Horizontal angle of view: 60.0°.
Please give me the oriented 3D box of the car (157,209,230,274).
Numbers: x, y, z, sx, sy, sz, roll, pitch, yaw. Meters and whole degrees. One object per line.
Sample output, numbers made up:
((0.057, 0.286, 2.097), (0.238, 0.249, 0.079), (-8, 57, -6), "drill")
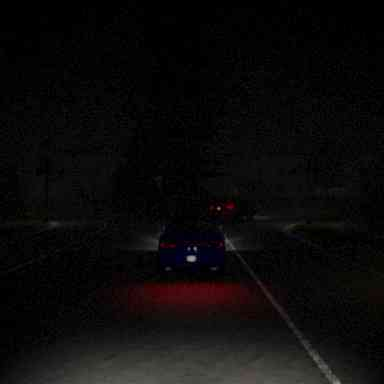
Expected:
((0.007, 1.528, 10.792), (1.882, 1.535, 5.008), (0, 0, 1), "car")

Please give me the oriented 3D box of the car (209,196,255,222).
((3.406, 1.353, 27.774), (2.150, 2.045, 5.566), (-1, 0, 30), "car")
